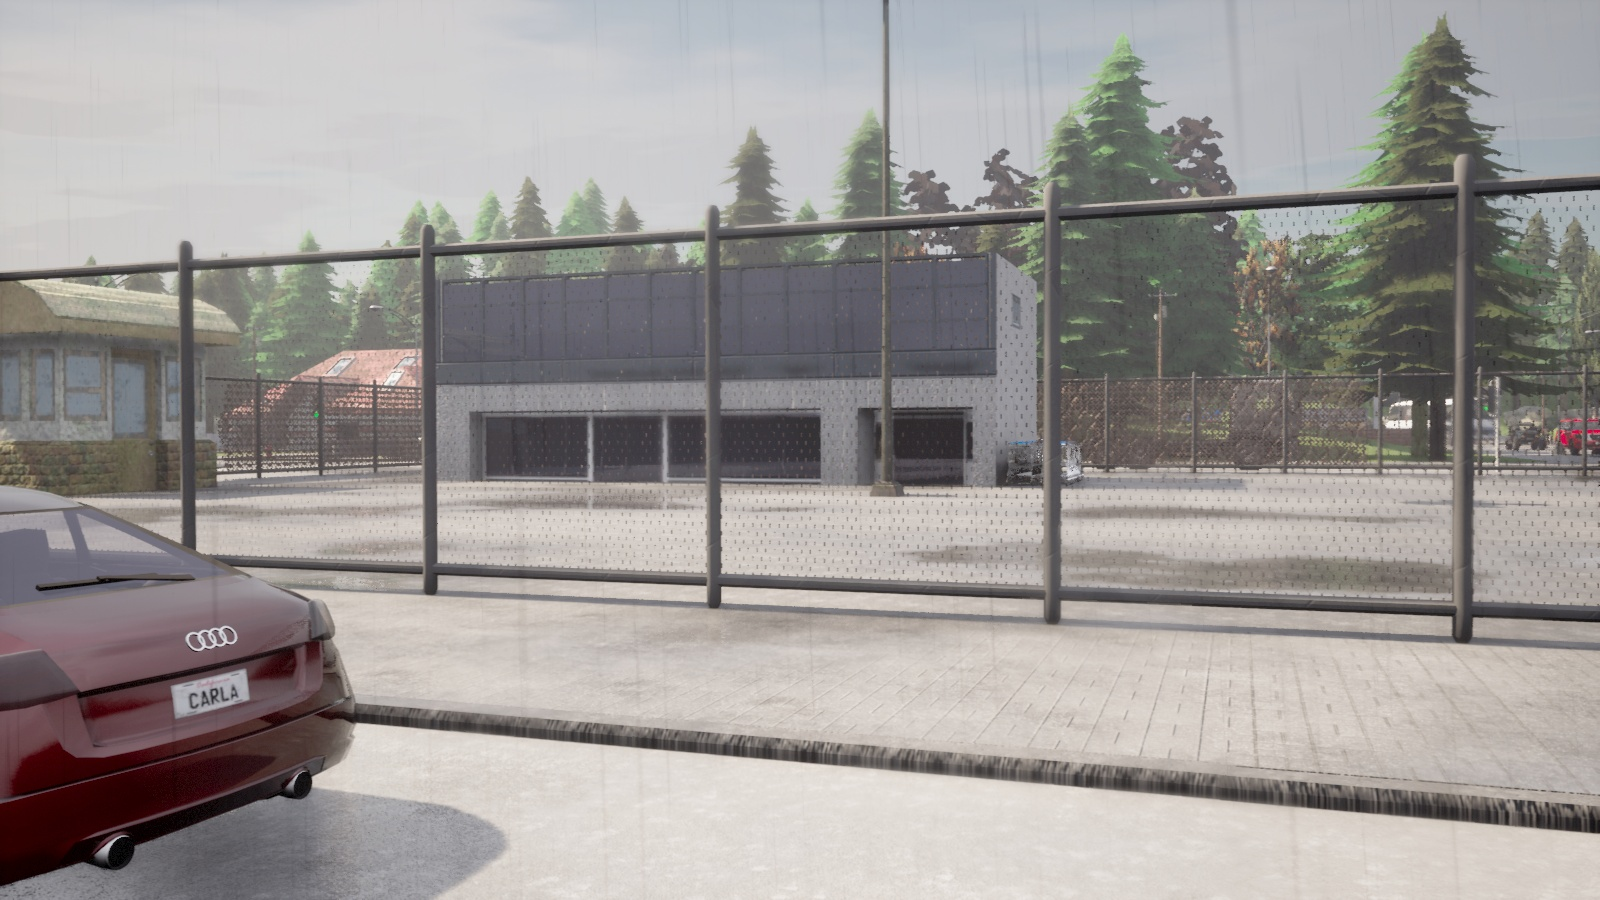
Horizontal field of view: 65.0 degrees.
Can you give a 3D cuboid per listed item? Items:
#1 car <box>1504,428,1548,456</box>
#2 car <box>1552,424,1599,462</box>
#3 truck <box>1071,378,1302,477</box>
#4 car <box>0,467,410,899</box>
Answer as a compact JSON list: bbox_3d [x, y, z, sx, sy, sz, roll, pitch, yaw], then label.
[{"bbox_3d":[49.493,-0.559,85.639,1.905,1.878,3.866,1,1,19],"label":"car"},{"bbox_3d":[44.310,-0.418,70.847,2.150,2.045,5.566,1,1,19],"label":"car"},{"bbox_3d":[14.268,-0.849,46.674,7.936,3.462,2.891,0,1,18],"label":"truck"},{"bbox_3d":[-3.965,0.792,5.120,4.181,1.385,1.994,1,1,20],"label":"car"}]
